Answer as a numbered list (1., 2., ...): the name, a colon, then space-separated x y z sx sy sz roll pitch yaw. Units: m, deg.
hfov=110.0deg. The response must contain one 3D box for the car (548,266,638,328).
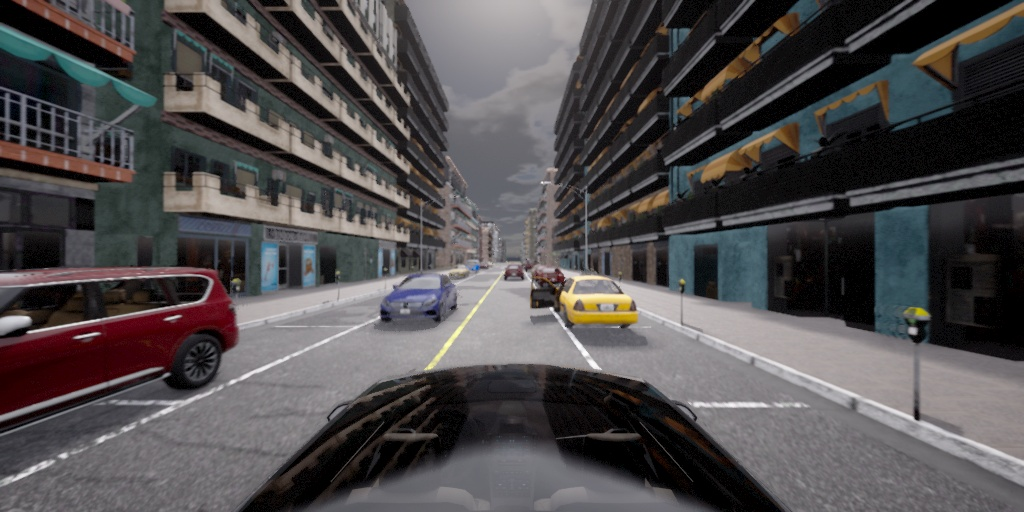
1. car: 2.398 1.275 11.543 1.801 1.575 5.366 0 0 0

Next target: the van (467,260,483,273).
1. van: -5.441 1.447 49.417 1.690 1.789 3.998 0 0 0

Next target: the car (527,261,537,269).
1. car: 2.880 1.539 38.197 1.751 1.417 4.829 0 0 0

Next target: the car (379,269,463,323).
1. car: -3.048 1.350 12.612 1.812 1.442 4.674 0 0 0

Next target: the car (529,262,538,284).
1. car: 2.848 1.515 32.369 1.888 1.381 4.507 0 0 0

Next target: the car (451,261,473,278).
1. car: -5.502 1.537 37.925 1.751 1.417 4.829 0 0 0

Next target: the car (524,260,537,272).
1. car: 2.970 1.475 55.009 2.192 1.841 5.009 0 0 0

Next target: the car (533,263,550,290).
1. car: 2.818 1.474 26.704 1.888 1.381 4.507 0 0 0

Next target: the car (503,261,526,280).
1. car: 0.219 1.514 34.767 1.812 1.442 4.674 0 0 1

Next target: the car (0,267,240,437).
1. car: -5.683 1.079 4.125 2.192 1.841 5.009 0 0 0
